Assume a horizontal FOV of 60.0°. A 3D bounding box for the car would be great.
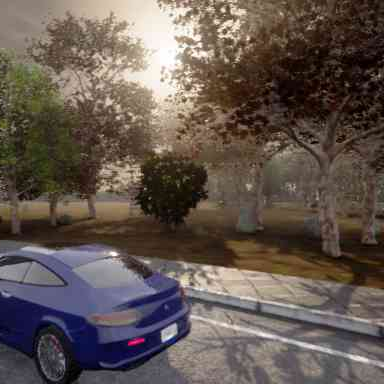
[{"bbox_3d":[-2.196,1.521,5.262,4.674,1.442,1.812,0,0,33],"label":"car"}]
